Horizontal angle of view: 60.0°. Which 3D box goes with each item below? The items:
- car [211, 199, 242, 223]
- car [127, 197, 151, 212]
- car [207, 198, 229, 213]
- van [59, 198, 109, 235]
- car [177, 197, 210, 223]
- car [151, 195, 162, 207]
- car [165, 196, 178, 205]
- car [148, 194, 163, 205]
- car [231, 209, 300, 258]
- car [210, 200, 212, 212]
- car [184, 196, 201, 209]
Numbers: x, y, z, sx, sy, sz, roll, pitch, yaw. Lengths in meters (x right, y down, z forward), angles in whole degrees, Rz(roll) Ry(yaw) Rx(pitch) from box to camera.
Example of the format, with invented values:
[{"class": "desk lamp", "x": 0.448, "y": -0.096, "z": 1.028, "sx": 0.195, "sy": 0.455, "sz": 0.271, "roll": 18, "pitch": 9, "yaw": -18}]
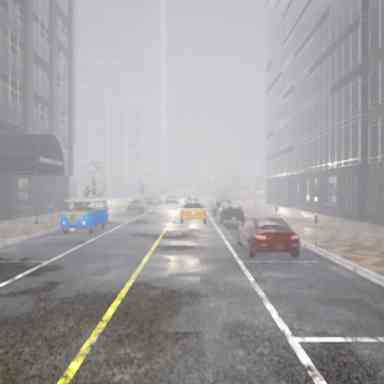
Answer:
[{"class": "car", "x": 2.680, "y": 1.425, "z": 23.621, "sx": 2.008, "sy": 1.369, "sz": 4.403, "roll": 0, "pitch": 0, "yaw": 0}, {"class": "car", "x": -5.705, "y": 1.393, "z": 35.005, "sx": 1.802, "sy": 1.307, "sz": 4.206, "roll": 0, "pitch": 0, "yaw": 0}, {"class": "car", "x": 2.676, "y": 1.363, "z": 35.006, "sx": 2.008, "sy": 1.369, "sz": 4.403, "roll": 0, "pitch": 0, "yaw": 0}, {"class": "van", "x": -5.698, "y": 1.245, "z": 17.927, "sx": 1.690, "sy": 1.788, "sz": 3.998, "roll": 0, "pitch": 0, "yaw": 0}, {"class": "car", "x": 0.090, "y": 1.327, "z": 24.101, "sx": 1.801, "sy": 1.575, "sz": 5.366, "roll": 0, "pitch": 0, "yaw": 0}, {"class": "car", "x": -5.709, "y": 1.323, "z": 46.393, "sx": 1.802, "sy": 1.307, "sz": 4.206, "roll": 0, "pitch": 0, "yaw": 0}, {"class": "car", "x": -3.047, "y": 1.256, "z": 51.268, "sx": 2.033, "sy": 1.411, "sz": 5.357, "roll": 0, "pitch": 0, "yaw": 1}, {"class": "car", "x": -5.711, "y": 1.142, "z": 52.084, "sx": 1.967, "sy": 1.590, "sz": 4.097, "roll": 0, "pitch": 0, "yaw": 0}, {"class": "car", "x": 2.685, "y": 1.516, "z": 12.237, "sx": 1.802, "sy": 1.307, "sz": 4.206, "roll": 0, "pitch": 0, "yaw": 0}, {"class": "car", "x": 2.679, "y": 1.284, "z": 29.312, "sx": 1.967, "sy": 1.590, "sz": 4.097, "roll": 0, "pitch": 0, "yaw": 0}, {"class": "car", "x": 0.083, "y": 1.320, "z": 41.562, "sx": 2.033, "sy": 1.411, "sz": 5.357, "roll": 0, "pitch": 0, "yaw": 0}]
